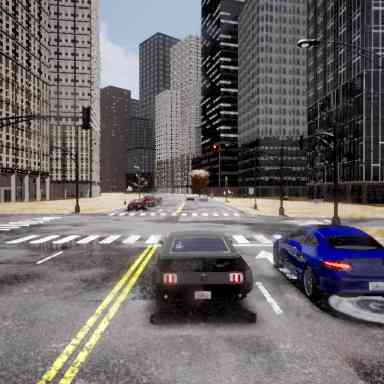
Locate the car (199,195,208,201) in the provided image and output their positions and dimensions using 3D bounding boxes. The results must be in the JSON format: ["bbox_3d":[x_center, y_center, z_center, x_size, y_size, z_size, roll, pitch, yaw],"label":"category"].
[{"bbox_3d":[2.772,1.397,80.574,1.812,1.442,4.674,0,0,-4],"label":"car"}]

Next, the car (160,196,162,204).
[{"bbox_3d":[-6.540,1.416,60.902,2.128,1.511,4.902,0,0,0],"label":"car"}]

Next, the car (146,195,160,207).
[{"bbox_3d":[-6.551,1.299,50.611,2.097,1.767,4.553,0,0,0],"label":"car"}]

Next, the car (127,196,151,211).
[{"bbox_3d":[-6.561,1.530,40.362,1.994,1.385,4.181,0,0,0],"label":"car"}]

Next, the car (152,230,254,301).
[{"bbox_3d":[0.106,1.598,8.302,1.895,1.301,4.718,0,0,-3],"label":"car"}]

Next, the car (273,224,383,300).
[{"bbox_3d":[3.349,1.523,8.272,1.812,1.442,4.674,0,0,1],"label":"car"}]

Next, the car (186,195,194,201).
[{"bbox_3d":[-0.477,1.469,80.459,1.895,1.301,4.718,0,0,-4],"label":"car"}]
